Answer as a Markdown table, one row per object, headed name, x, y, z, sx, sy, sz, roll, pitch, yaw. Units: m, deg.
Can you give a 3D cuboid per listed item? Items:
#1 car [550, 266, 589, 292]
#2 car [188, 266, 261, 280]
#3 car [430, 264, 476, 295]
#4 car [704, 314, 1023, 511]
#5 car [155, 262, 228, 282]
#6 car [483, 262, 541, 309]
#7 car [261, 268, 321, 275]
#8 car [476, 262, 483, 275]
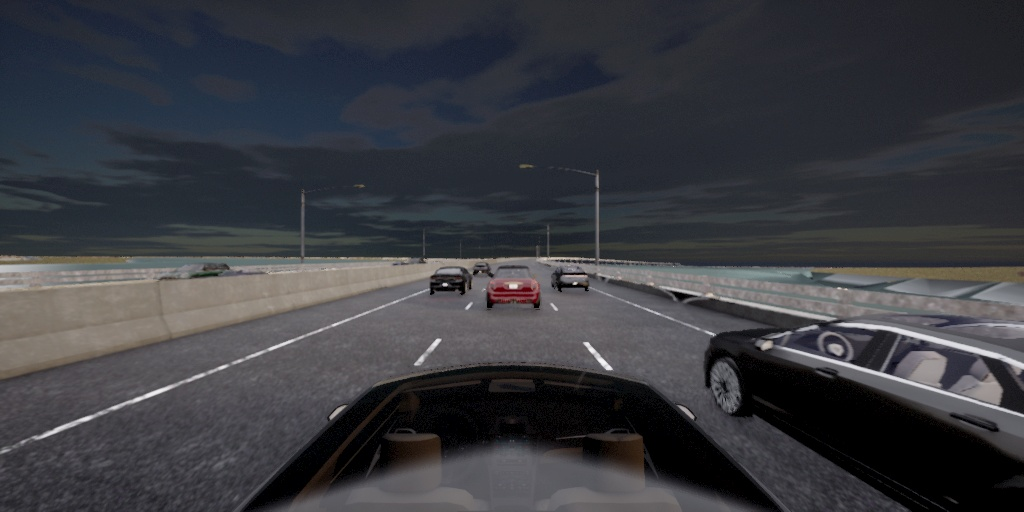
| name | x | y | z | sx | sy | sz | roll | pitch | yaw |
| --- | --- | --- | --- | --- | --- | --- | --- | --- | --- |
| car | 3.563 | 1.361 | 22.612 | 2.128 | 1.511 | 4.902 | 0 | 0 | 0 |
| car | -17.637 | 1.478 | 23.117 | 1.895 | 1.301 | 4.718 | 0 | 0 | 0 |
| car | -3.439 | 1.339 | 20.941 | 1.882 | 1.535 | 5.008 | 0 | 0 | 0 |
| car | 3.605 | 1.247 | 3.067 | 2.128 | 1.511 | 4.902 | 0 | 0 | 0 |
| car | -21.131 | 1.236 | 24.181 | 2.097 | 1.767 | 4.553 | 0 | 0 | 0 |
| car | 0.058 | 1.180 | 15.534 | 2.097 | 1.767 | 4.553 | 0 | 0 | 0 |
| car | -14.134 | 1.483 | 24.106 | 1.895 | 1.301 | 4.718 | 0 | 0 | 0 |
| car | -3.353 | 1.473 | 40.671 | 1.837 | 1.490 | 4.892 | 0 | -1 | 1 |
